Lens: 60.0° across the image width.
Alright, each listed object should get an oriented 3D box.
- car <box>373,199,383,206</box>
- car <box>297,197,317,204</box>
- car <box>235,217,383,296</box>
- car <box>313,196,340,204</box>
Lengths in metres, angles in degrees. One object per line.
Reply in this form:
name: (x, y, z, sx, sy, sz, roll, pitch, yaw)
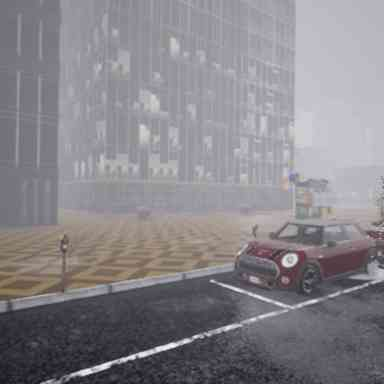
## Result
car: (37.346, 1.935, 63.881, 1.802, 1.307, 4.206, 1, -1, -35)
car: (27.156, 1.877, 78.459, 1.967, 1.590, 4.097, 1, -1, -35)
car: (3.038, 1.463, 8.678, 4.097, 1.590, 1.967, 0, 1, -35)
car: (30.345, 1.726, 73.916, 2.192, 1.841, 5.009, 1, -1, -35)
